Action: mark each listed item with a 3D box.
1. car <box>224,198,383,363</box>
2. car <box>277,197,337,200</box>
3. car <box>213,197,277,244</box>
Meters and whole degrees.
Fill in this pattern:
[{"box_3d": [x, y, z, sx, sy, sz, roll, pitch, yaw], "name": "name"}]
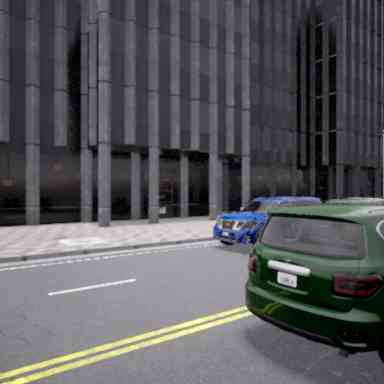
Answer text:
[{"box_3d": [3.417, 1.227, 5.878, 5.566, 2.045, 2.150, 0, 0, -36], "name": "car"}, {"box_3d": [5.788, 1.231, 11.805, 5.566, 2.045, 2.150, 0, 0, -35], "name": "car"}, {"box_3d": [3.514, 1.230, 14.179, 5.566, 2.045, 2.150, 0, 0, -36], "name": "car"}]
